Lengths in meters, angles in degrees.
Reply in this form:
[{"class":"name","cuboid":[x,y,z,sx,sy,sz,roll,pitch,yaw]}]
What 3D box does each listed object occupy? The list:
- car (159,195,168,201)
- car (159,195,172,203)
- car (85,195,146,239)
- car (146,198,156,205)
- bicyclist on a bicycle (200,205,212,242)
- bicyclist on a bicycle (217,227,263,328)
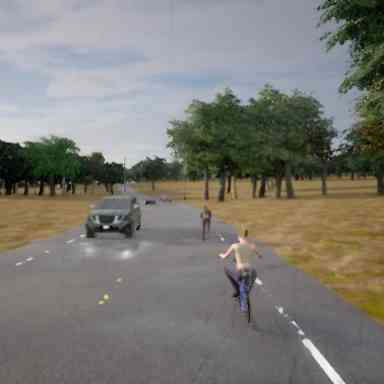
[{"class":"car","cuboid":[-7.100,1.503,82.535,1.882,1.535,5.008,0,0,-10]},{"class":"car","cuboid":[-5.487,1.641,72.440,1.895,1.301,4.718,0,0,-9]},{"class":"car","cuboid":[-3.989,1.205,17.767,2.150,2.045,5.566,0,1,-2]},{"class":"car","cuboid":[-7.191,1.665,58.454,1.895,1.301,4.718,0,0,-6]},{"class":"bicyclist on a bicycle","cuboid":[0.663,1.443,15.300,0.582,1.620,1.656,0,0,-2]},{"class":"bicyclist on a bicycle","cuboid":[0.899,1.429,6.004,0.866,1.612,1.509,0,0,-1]}]
